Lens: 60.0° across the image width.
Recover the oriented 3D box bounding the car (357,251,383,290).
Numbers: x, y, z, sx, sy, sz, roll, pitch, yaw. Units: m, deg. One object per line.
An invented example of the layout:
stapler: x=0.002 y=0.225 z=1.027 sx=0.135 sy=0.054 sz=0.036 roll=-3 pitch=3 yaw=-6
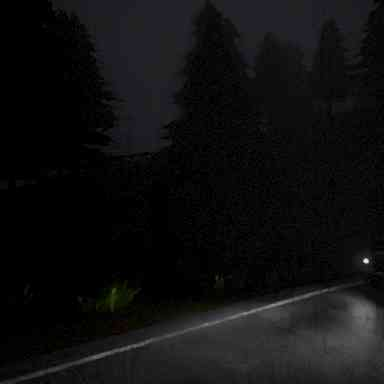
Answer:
car: x=6.123 y=1.621 z=7.682 sx=4.718 sy=1.301 sz=1.895 roll=0 pitch=0 yaw=-25
